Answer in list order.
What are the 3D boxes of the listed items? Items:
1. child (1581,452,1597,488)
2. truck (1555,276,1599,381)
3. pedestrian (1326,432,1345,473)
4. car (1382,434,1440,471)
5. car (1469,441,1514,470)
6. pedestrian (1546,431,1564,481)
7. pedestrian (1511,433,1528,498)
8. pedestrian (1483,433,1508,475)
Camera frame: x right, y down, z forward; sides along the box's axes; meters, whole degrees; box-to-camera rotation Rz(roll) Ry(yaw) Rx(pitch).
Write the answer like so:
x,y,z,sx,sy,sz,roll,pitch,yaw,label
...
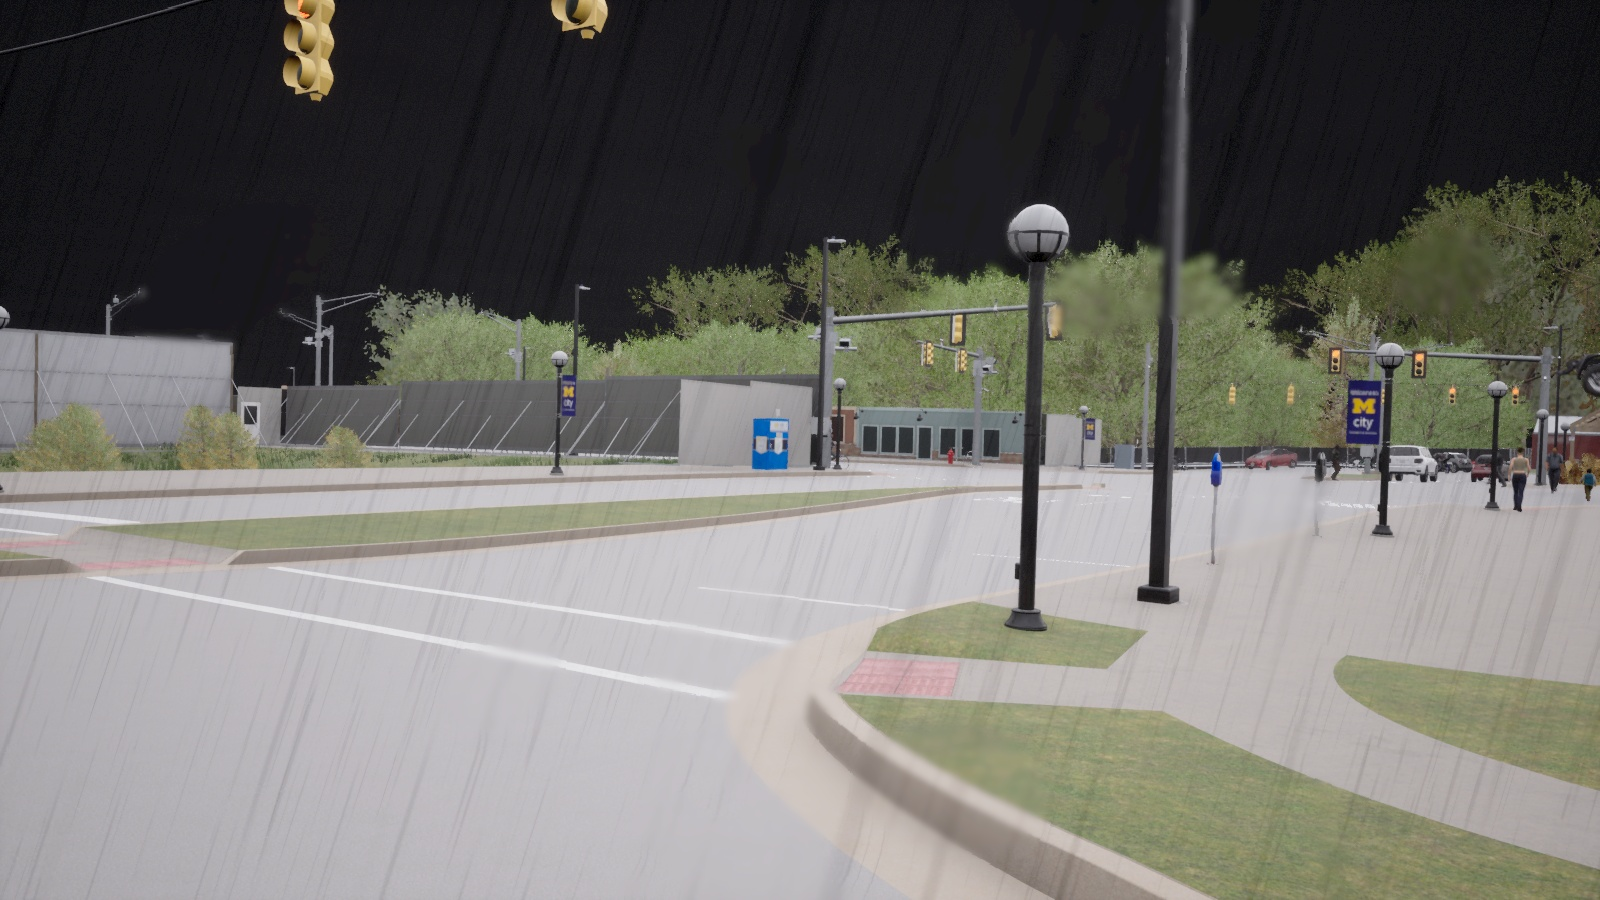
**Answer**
x,y,z,sx,sy,sz,roll,pitch,yaw,label
26.667,0.682,42.437,0.343,1.192,0.448,1,2,22,child
30.153,-4.364,42.222,7.936,3.462,2.891,-3,2,33,truck
26.044,0.120,61.071,0.692,1.930,0.395,2,2,42,pedestrian
35.006,0.158,71.877,2.150,2.045,5.566,0,0,35,car
40.740,0.293,73.916,1.851,1.617,3.988,0,1,36,car
28.640,0.224,47.655,0.540,1.848,0.694,2,2,31,pedestrian
20.526,0.442,35.827,0.345,1.836,0.594,2,2,34,pedestrian
31.684,0.190,57.188,0.849,1.883,0.563,2,2,42,pedestrian
